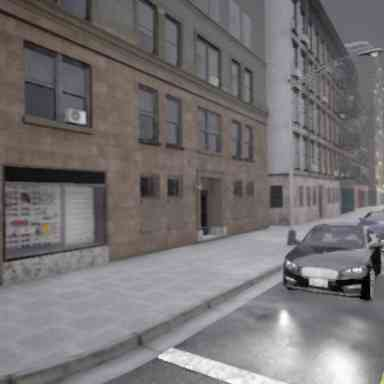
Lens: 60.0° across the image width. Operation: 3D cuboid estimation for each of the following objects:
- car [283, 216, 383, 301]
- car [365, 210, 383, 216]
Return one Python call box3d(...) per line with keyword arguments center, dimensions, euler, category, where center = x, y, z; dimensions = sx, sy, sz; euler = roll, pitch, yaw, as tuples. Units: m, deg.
box3d(center=(3.924, 1.603, 8.851), dimensions=(2.128, 1.511, 4.902), euler=(-1, -1, 33), category="car")
box3d(center=(9.775, 1.703, 17.167), dimensions=(1.812, 1.442, 4.674), euler=(-1, -1, 35), category="car")
